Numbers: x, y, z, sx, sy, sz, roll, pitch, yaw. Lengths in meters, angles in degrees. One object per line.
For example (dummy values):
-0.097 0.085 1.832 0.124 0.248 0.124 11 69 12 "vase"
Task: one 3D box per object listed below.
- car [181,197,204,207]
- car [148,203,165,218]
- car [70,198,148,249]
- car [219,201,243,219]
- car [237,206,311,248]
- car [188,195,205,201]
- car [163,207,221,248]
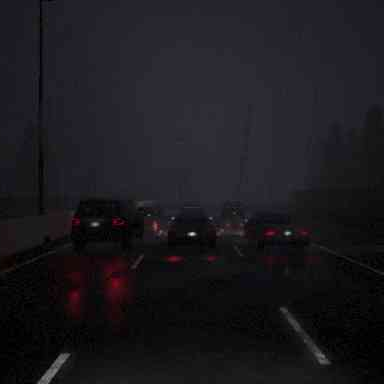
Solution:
0.027 1.495 29.437 2.128 1.511 4.902 0 0 1 "car"
-3.471 1.616 29.552 1.895 1.301 4.718 0 0 1 "car"
-3.500 1.258 14.680 2.150 2.045 5.566 0 0 0 "car"
3.526 1.495 29.352 2.128 1.511 4.902 0 0 1 "car"
3.500 1.563 14.650 2.033 1.411 5.357 0 0 0 "car"
1.084 1.467 81.787 2.128 1.511 4.902 0 0 30 "car"
0.000 1.572 14.650 1.994 1.385 4.181 0 0 0 "car"
